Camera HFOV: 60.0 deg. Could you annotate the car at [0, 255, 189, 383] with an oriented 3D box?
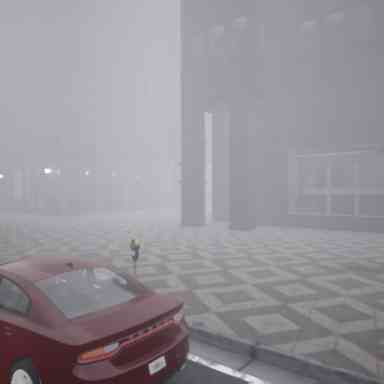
[{"bbox_3d":[-2.119,1.569,4.602,4.507,1.381,1.887,0,0,37],"label":"car"}]
